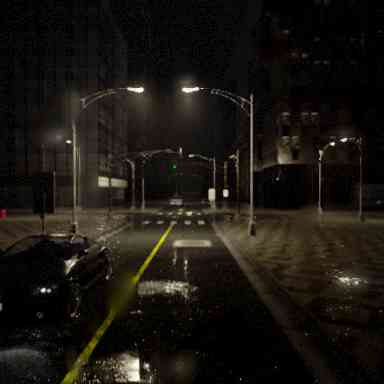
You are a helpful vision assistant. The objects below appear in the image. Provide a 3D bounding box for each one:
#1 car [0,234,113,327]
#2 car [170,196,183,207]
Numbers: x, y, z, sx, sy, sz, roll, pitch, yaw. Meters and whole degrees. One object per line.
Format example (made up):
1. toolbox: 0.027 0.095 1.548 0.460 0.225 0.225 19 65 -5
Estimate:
1. car: -3.093 1.630 7.191 1.994 1.385 4.181 0 -1 0
2. car: -3.000 1.776 63.646 2.150 2.045 5.566 0 0 0
